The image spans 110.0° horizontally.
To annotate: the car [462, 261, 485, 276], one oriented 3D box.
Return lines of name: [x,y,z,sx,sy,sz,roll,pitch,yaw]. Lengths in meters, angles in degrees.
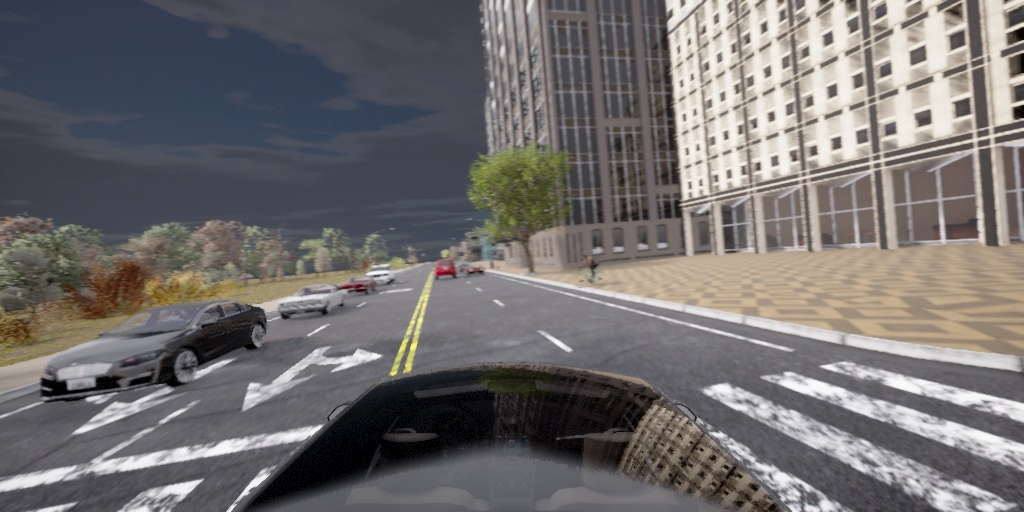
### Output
car: [-4.251,1.525,40.588,1.895,1.301,4.718,-5,0,-12]

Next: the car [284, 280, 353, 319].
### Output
car: [-9.411,2.068,17.299,1.895,1.301,4.718,-5,0,-12]

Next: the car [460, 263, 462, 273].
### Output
car: [-6.459,1.551,51.049,2.128,1.511,4.902,-5,0,-11]

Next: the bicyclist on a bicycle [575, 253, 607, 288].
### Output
bicyclist on a bicycle: [3.692,0.675,17.030,1.656,1.620,0.582,-6,0,-12]

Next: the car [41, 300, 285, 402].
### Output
car: [-7.519,1.842,8.224,2.128,1.511,4.902,-5,0,-12]

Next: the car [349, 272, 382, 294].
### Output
car: [-11.444,2.193,27.004,1.895,1.301,4.718,-5,0,-12]

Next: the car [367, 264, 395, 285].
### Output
car: [-13.636,1.947,37.481,2.150,2.045,5.566,-5,0,-12]

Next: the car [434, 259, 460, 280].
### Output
car: [-7.140,1.396,38.555,2.150,2.045,5.566,-5,0,-11]
